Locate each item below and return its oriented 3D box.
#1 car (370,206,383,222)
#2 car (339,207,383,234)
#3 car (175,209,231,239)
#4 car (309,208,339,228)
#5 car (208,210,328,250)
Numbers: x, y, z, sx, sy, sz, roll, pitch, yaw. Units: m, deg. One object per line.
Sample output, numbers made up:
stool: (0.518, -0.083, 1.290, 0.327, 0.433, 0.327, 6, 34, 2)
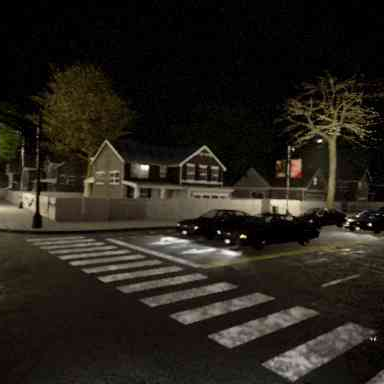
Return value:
car: (19.835, 2.189, 33.618, 4.674, 1.442, 1.812, 2, 0, -43)
car: (12.403, 1.970, 22.596, 5.357, 1.411, 2.033, 2, 0, -41)
car: (1.699, 1.628, 17.749, 5.357, 1.411, 2.033, 2, 0, -40)
car: (9.408, 1.878, 24.304, 5.357, 1.411, 2.033, 2, 0, -40)
car: (3.588, 1.684, 15.067, 5.357, 1.411, 2.033, 2, 0, -36)
